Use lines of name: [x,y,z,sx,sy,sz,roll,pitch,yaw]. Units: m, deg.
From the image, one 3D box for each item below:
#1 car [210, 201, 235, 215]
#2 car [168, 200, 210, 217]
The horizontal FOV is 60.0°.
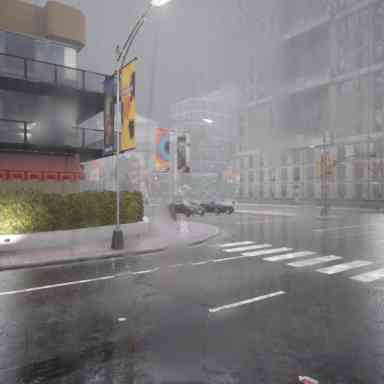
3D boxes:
car: [2.227,1.601,34.117,1.895,1.301,4.718,0,0,-35]
car: [-0.624,1.526,32.087,1.812,1.442,4.674,0,0,-35]
